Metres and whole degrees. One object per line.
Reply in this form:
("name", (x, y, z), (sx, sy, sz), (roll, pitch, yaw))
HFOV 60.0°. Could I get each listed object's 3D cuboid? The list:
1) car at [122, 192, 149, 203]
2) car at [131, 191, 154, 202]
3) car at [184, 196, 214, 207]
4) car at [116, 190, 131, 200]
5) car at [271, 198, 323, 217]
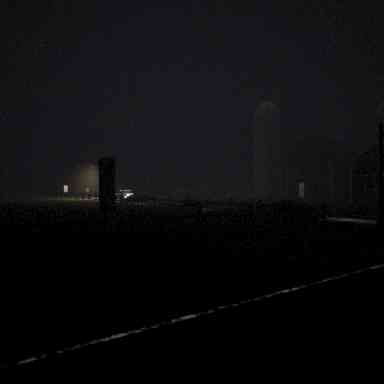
("car", (-9.366, 1.098, 55.342), (1.994, 1.385, 4.181), (-1, 1, -35))
("car", (-8.308, 0.982, 58.711), (2.128, 1.511, 4.902), (-1, 1, -36))
("car", (0.798, 1.227, 41.202), (1.812, 1.442, 4.674), (-1, 1, -36))
("car", (-13.645, 0.621, 66.063), (2.150, 2.045, 5.566), (-1, 1, -36))
("car", (9.258, 1.329, 29.411), (2.128, 1.511, 4.902), (0, 1, -35))
